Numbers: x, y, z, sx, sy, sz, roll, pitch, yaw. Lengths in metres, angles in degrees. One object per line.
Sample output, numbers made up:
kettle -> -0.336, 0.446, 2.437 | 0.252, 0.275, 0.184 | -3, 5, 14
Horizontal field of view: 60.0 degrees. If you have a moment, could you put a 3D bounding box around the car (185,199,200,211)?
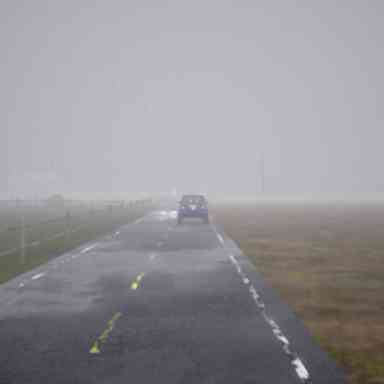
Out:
car -> 0.103, 1.568, 41.843 | 1.812, 1.442, 4.674 | 0, -1, 0

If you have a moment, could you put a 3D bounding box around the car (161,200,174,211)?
car -> -2.829, 1.642, 41.919 | 1.895, 1.301, 4.718 | 0, 0, 0

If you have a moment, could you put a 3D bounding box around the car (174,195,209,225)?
car -> 0.092, 1.229, 24.718 | 2.150, 2.045, 5.566 | 0, -1, 0
